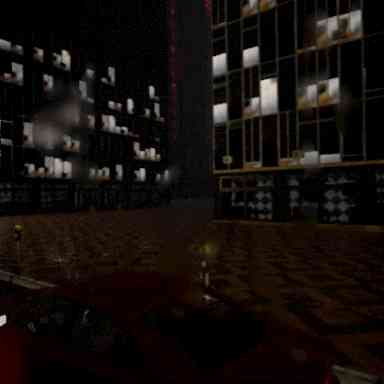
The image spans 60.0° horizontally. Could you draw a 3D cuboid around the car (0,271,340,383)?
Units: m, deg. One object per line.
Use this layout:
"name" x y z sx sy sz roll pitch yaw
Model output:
"car" -0.870 1.544 3.513 4.507 1.381 1.887 0 -1 36
